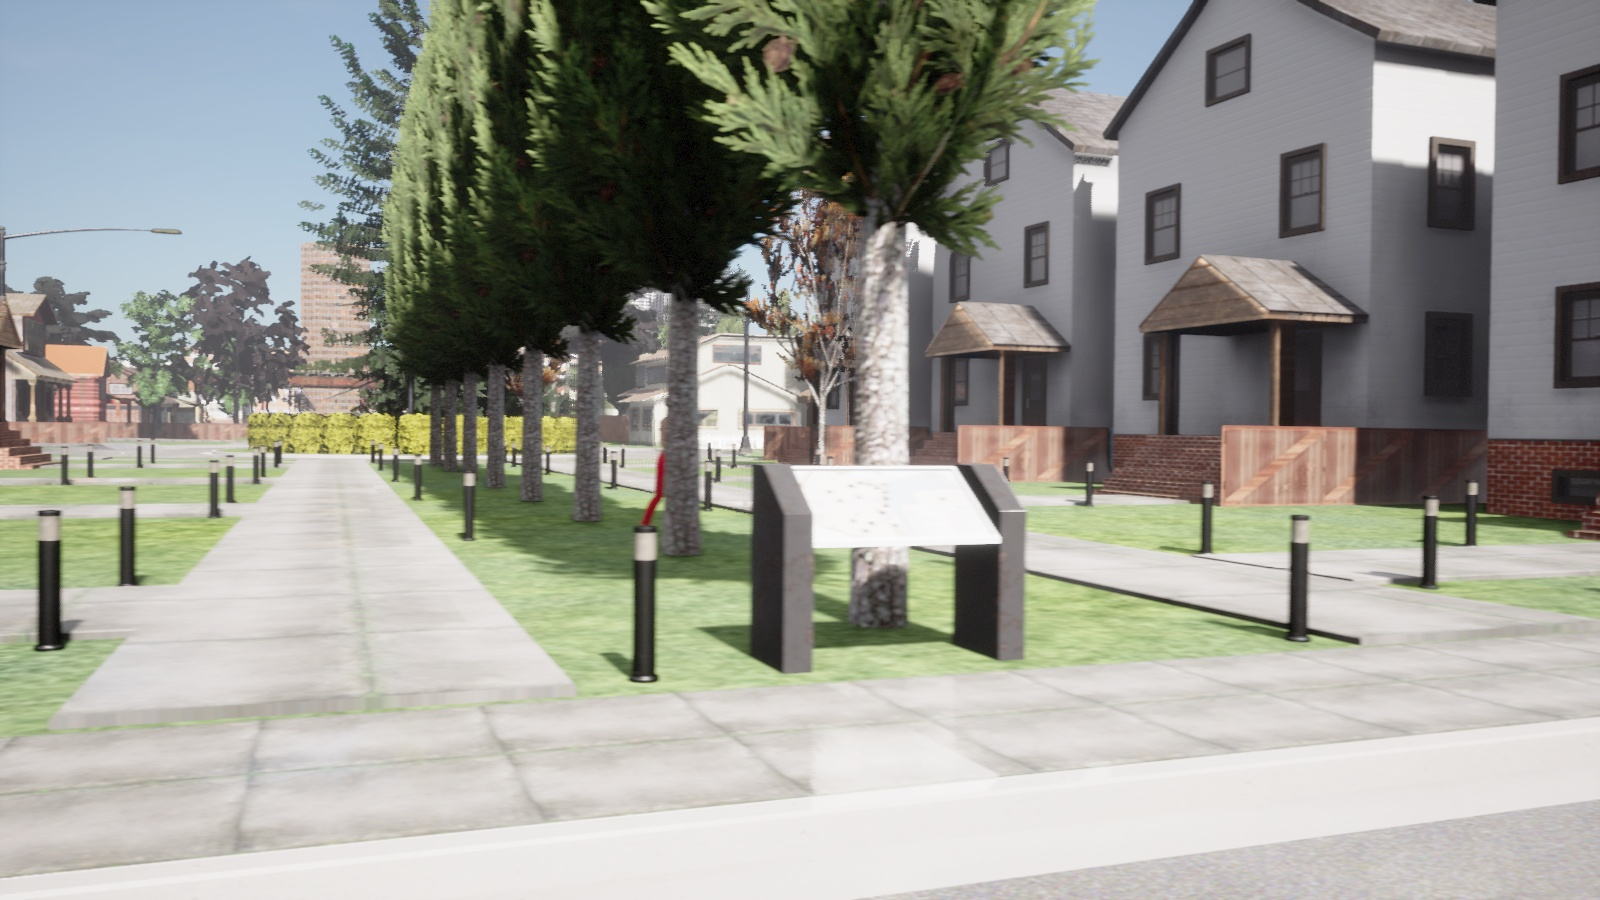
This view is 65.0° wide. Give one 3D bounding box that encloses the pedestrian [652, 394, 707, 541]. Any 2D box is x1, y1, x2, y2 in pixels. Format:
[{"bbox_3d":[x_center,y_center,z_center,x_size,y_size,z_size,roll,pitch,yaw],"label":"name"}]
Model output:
[{"bbox_3d":[-1.538,0.214,15.998,0.594,1.836,0.345,0,1,33],"label":"pedestrian"}]
